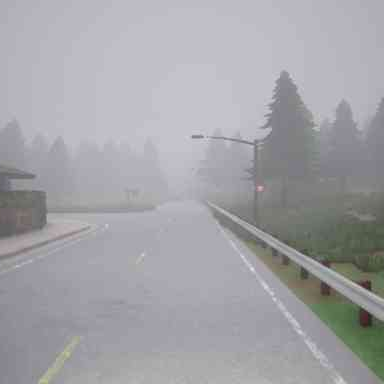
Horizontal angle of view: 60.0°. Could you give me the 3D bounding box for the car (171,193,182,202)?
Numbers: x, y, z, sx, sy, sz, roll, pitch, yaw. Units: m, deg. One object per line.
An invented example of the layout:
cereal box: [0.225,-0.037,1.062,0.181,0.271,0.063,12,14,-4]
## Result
car: [-3.500,1.223,74.939,2.150,2.045,5.566,0,0,0]
